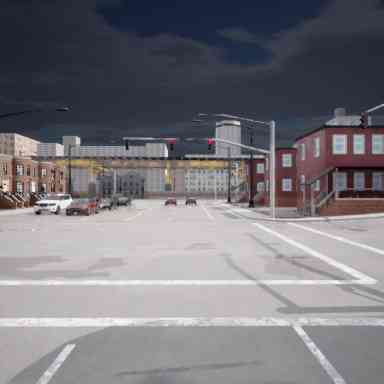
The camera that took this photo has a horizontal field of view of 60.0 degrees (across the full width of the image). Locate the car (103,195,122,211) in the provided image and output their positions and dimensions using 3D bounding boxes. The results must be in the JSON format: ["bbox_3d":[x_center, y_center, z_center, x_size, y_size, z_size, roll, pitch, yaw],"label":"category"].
[{"bbox_3d":[-10.702,1.491,41.772,2.128,1.511,4.902,0,0,0],"label":"car"}]

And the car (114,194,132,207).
[{"bbox_3d":[-10.711,1.478,52.011,1.882,1.535,5.008,0,0,0],"label":"car"}]

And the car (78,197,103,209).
[{"bbox_3d":[-14.211,1.478,46.880,1.882,1.535,5.008,0,0,0],"label":"car"}]

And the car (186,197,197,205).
[{"bbox_3d":[-0.147,1.526,58.543,1.812,1.442,4.674,0,0,0],"label":"car"}]

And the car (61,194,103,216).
[{"bbox_3d":[-10.672,1.352,32.624,2.097,1.767,4.553,0,0,0],"label":"car"}]

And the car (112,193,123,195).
[{"bbox_3d":[-14.165,1.224,62.942,2.150,2.045,5.566,0,0,0],"label":"car"}]

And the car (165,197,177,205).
[{"bbox_3d":[-3.542,1.526,56.727,1.812,1.442,4.674,0,0,0],"label":"car"}]

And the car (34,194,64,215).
[{"bbox_3d":[-14.187,1.222,34.450,2.150,2.045,5.566,0,0,0],"label":"car"}]
